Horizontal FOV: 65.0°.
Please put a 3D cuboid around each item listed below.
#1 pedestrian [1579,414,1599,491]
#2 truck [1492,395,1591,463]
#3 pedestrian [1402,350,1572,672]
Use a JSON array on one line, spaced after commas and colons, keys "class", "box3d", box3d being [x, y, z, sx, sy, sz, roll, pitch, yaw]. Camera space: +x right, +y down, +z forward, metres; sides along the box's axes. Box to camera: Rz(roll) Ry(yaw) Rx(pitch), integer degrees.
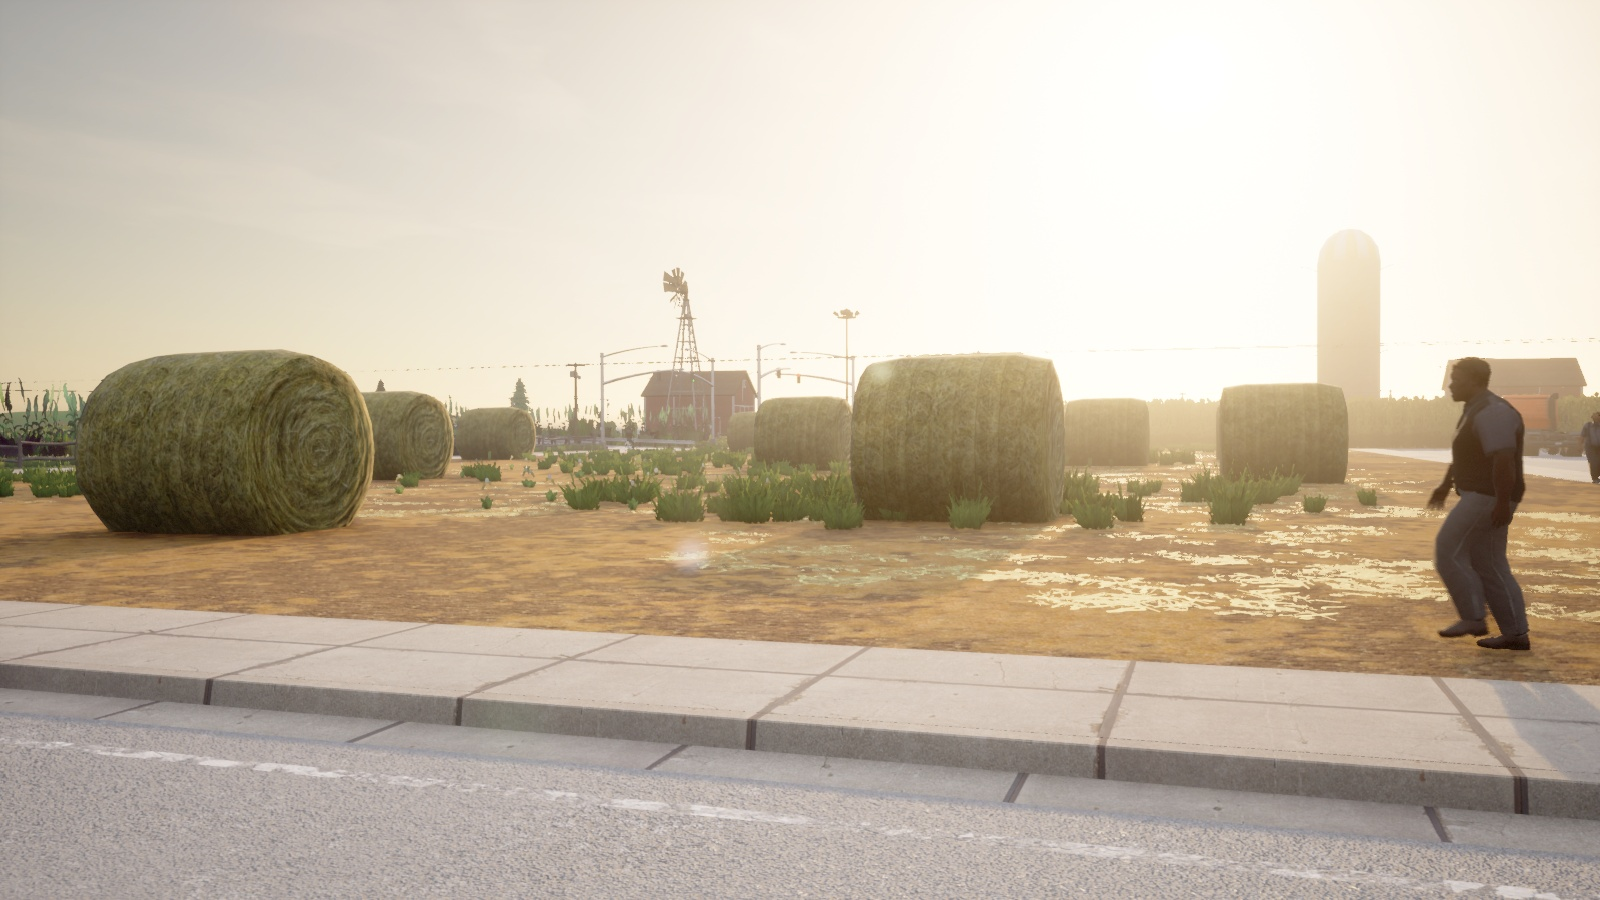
[{"class": "pedestrian", "box3d": [19.253, 0.046, 30.421, 0.540, 1.848, 0.694, 1, 1, 25]}, {"class": "truck", "box3d": [40.294, -1.128, 68.518, 2.891, 3.462, 7.936, 1, 1, 18]}, {"class": "pedestrian", "box3d": [4.209, 0.349, 7.751, 0.849, 1.883, 0.563, 1, 1, 23]}]
